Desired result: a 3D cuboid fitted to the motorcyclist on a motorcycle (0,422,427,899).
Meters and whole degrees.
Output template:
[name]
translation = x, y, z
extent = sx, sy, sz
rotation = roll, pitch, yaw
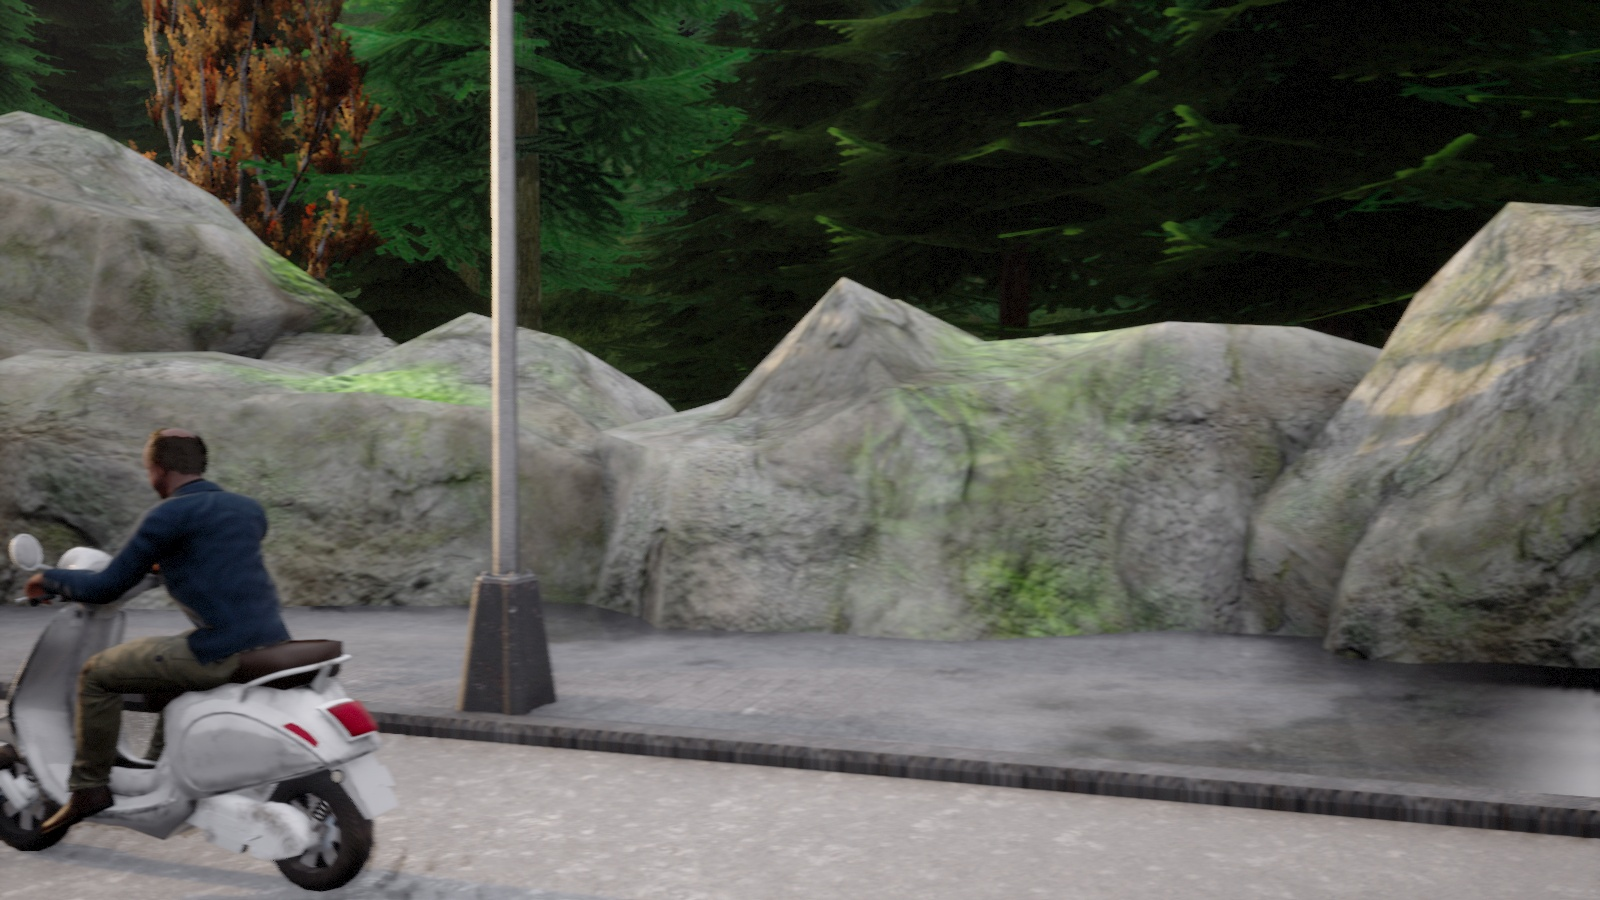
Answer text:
[motorcyclist on a motorcycle]
translation = -2.380, 0.698, 4.521
extent = 1.817, 1.590, 0.866
rotation = 0, 1, 19
